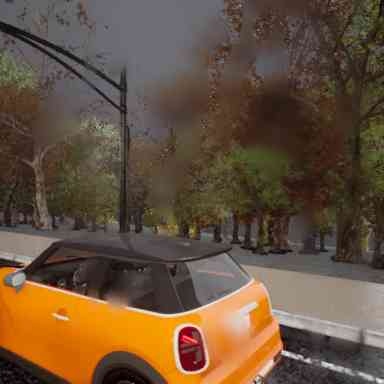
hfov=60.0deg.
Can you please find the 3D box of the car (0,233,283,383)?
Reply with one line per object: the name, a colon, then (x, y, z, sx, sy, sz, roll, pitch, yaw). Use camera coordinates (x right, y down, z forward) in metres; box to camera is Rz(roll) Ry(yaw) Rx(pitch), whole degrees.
car: (-1.220, 1.358, 4.564, 4.553, 1.767, 2.097, 0, 0, 36)
